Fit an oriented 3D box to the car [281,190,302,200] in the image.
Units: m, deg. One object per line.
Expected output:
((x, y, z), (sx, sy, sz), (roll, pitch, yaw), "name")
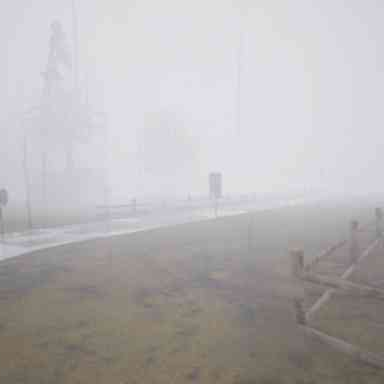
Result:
((14.822, 0.399, 49.270), (1.882, 1.535, 5.008), (-2, 0, 35), "car")
